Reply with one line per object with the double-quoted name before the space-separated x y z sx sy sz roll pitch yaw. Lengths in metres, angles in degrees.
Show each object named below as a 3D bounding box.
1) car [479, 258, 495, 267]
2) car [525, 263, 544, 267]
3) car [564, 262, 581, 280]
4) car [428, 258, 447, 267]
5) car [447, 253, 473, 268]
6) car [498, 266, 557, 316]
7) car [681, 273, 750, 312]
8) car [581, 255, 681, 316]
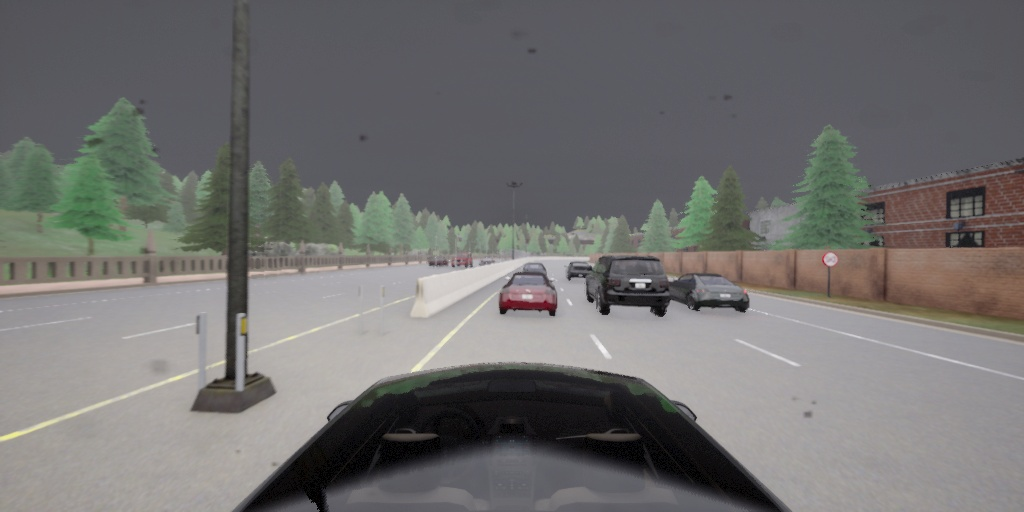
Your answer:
"car" -3.534 0.955 50.972 1.812 1.442 4.674 1 1 5
"car" 1.613 1.198 26.181 2.033 1.411 5.357 1 0 5
"car" 5.434 1.207 29.688 1.837 1.490 4.892 1 1 5
"car" -10.510 0.903 51.505 1.895 1.301 4.718 1 0 5
"car" -7.041 0.588 50.956 2.150 2.045 5.566 1 0 5
"car" 0.647 1.263 13.375 1.994 1.385 4.181 1 0 5
"car" 7.780 1.383 14.793 1.994 1.385 4.181 1 0 5
"car" 4.189 0.985 13.779 2.150 2.045 5.566 1 1 5
